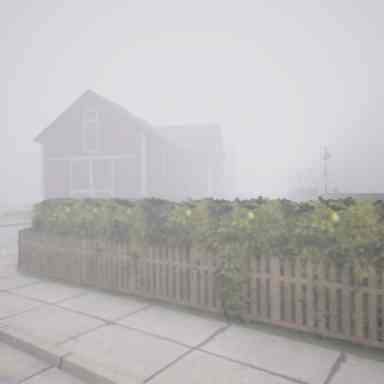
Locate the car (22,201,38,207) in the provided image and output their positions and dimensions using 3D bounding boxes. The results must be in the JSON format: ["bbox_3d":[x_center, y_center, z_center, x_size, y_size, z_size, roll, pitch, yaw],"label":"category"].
[{"bbox_3d":[-22.459,2.076,47.900,1.816,1.474,4.193,-7,-1,11],"label":"car"}]

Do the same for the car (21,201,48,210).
[{"bbox_3d":[-26.951,2.307,57.015,1.994,1.385,4.181,-1,0,14],"label":"car"}]
